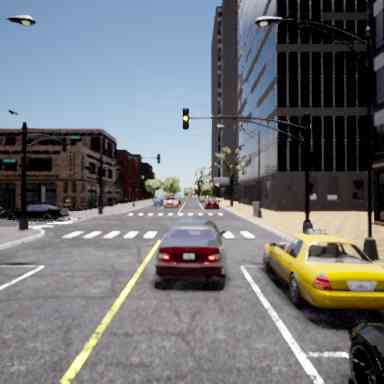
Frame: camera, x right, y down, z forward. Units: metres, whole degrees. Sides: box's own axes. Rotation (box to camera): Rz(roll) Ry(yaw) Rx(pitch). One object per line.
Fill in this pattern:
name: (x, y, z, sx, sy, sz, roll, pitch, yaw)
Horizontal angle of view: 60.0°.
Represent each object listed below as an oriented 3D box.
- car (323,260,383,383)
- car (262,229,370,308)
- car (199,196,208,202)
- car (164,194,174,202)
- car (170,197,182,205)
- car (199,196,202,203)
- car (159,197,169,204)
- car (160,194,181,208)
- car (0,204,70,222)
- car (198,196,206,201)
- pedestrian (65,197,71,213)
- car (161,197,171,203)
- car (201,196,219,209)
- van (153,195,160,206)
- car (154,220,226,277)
car: (2.668, 1.570, 2.059, 1.947, 1.339, 4.313, 1, 0, 0)
car: (2.838, 1.541, 7.873, 1.752, 1.417, 4.829, 1, 0, 0)
car: (2.693, 1.683, 79.030, 1.752, 1.417, 4.829, 1, 0, 0)
car: (-5.685, 1.483, 84.405, 2.192, 1.841, 5.009, 1, 0, 0)
car: (-3.033, 1.727, 63.933, 1.895, 1.301, 4.718, 0, 0, 1)
car: (2.694, 1.671, 73.495, 1.752, 1.417, 4.829, 1, 0, 0)
car: (-5.687, 1.716, 67.801, 1.802, 1.307, 4.206, 1, 0, 0)
car: (-3.086, 1.448, 48.683, 2.097, 1.767, 4.553, 0, 0, 0)
car: (-13.297, 1.744, 28.294, 5.357, 1.411, 2.033, 0, -1, -1)
car: (2.691, 1.724, 89.929, 1.887, 1.381, 4.507, 1, 0, 0)
pedestrian: (-12.548, 1.423, 33.643, 0.375, 1.860, 0.375, 0, 0, 1)
car: (-5.687, 1.711, 73.336, 1.947, 1.339, 4.313, 1, 0, 0)
car: (2.698, 1.530, 45.650, 1.967, 1.590, 4.097, 1, 0, 0)
van: (-5.682, 1.453, 56.733, 1.690, 1.788, 3.998, 1, 0, 0)
car: (0.075, 1.567, 10.323, 2.033, 1.411, 5.357, 0, 0, 3)
